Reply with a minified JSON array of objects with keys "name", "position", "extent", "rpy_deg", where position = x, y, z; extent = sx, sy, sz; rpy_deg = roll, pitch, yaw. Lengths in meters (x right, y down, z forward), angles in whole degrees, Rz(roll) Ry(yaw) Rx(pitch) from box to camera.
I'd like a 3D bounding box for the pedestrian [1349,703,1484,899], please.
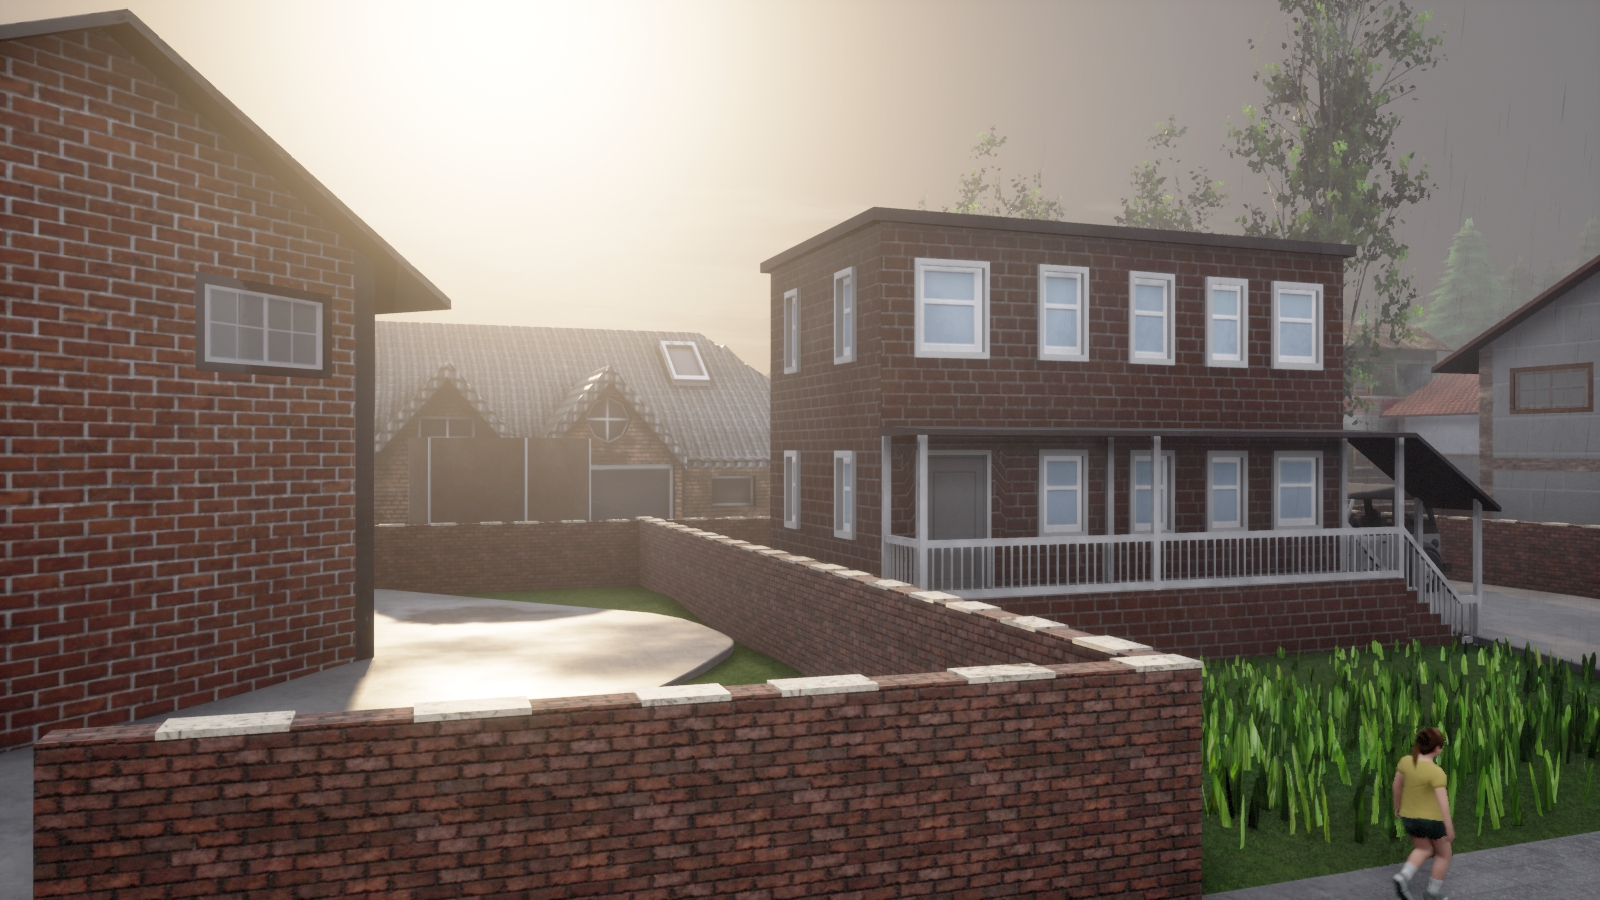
[{"name":"pedestrian","position":[3.656,2.127,6.791],"extent":[0.500,1.100,0.500],"rpy_deg":[0,0,-23]}]
